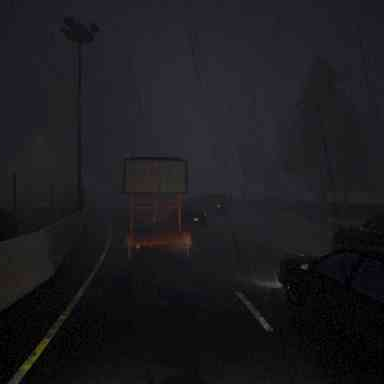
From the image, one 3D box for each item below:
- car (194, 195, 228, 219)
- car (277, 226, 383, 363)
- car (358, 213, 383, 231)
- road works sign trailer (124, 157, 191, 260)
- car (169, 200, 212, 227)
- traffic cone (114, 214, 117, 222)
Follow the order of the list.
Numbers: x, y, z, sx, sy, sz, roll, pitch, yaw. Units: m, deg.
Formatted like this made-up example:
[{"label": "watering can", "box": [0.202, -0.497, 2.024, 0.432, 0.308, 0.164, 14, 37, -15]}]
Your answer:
[{"label": "car", "box": [1.316, 1.249, 29.592, 2.150, 2.045, 5.566, 0, 0, -18]}, {"label": "car", "box": [3.053, 1.553, 5.042, 2.033, 1.411, 5.357, 0, 0, -6]}, {"label": "car", "box": [5.969, 1.362, 9.484, 2.097, 1.767, 4.553, 0, 0, -7]}, {"label": "road works sign trailer", "box": [-1.406, 0.476, 12.729, 2.380, 3.560, 2.880, 0, 0, -13]}, {"label": "car", "box": [-0.362, 1.547, 23.008, 1.812, 1.442, 4.674, 0, 0, -15]}, {"label": "traffic cone", "box": [-5.783, 1.977, 25.062, 0.340, 0.580, 0.340, 0, 0, -13]}]
